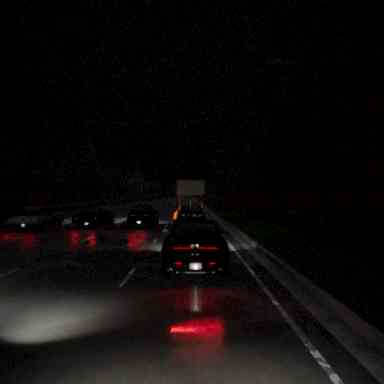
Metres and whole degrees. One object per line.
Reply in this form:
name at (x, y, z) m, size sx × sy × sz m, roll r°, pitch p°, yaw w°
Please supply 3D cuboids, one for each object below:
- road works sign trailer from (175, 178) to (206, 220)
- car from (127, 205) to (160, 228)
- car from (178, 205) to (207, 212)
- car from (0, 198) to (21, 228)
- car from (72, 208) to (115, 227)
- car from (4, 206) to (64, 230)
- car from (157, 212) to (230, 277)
road works sign trailer at (-0.122, 0.692, 27.041) m, size 2.380 × 3.560 × 2.880 m, roll 0°, pitch 0°, yaw -3°
car at (-3.490, 1.710, 24.160) m, size 1.837 × 1.490 × 4.892 m, roll 0°, pitch 0°, yaw 0°
car at (0.015, 1.683, 23.162) m, size 2.128 × 1.511 × 4.902 m, roll 1°, pitch -1°, yaw 1°
car at (-13.992, 1.426, 24.110) m, size 2.150 × 2.045 × 5.566 m, roll 0°, pitch 0°, yaw -1°
car at (-6.990, 1.804, 24.172) m, size 1.895 × 1.301 × 4.718 m, roll 0°, pitch 0°, yaw 0°
car at (-10.483, 1.792, 22.843) m, size 1.895 × 1.301 × 4.718 m, roll 0°, pitch 0°, yaw 0°
car at (0.080, 1.593, 10.533) m, size 1.837 × 1.490 × 4.892 m, roll 0°, pitch -1°, yaw 0°
